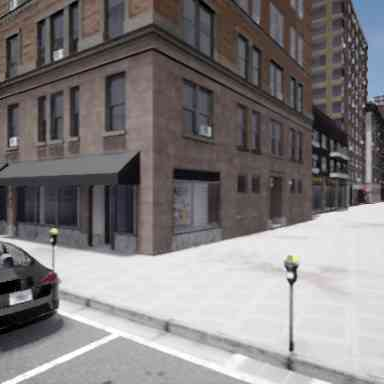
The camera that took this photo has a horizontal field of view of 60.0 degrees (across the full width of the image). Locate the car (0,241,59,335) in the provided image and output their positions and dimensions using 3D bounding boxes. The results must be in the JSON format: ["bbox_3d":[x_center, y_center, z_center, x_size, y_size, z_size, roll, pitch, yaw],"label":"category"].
[{"bbox_3d":[-4.188,1.570,6.067,4.313,1.339,1.947,0,0,36],"label":"car"}]
